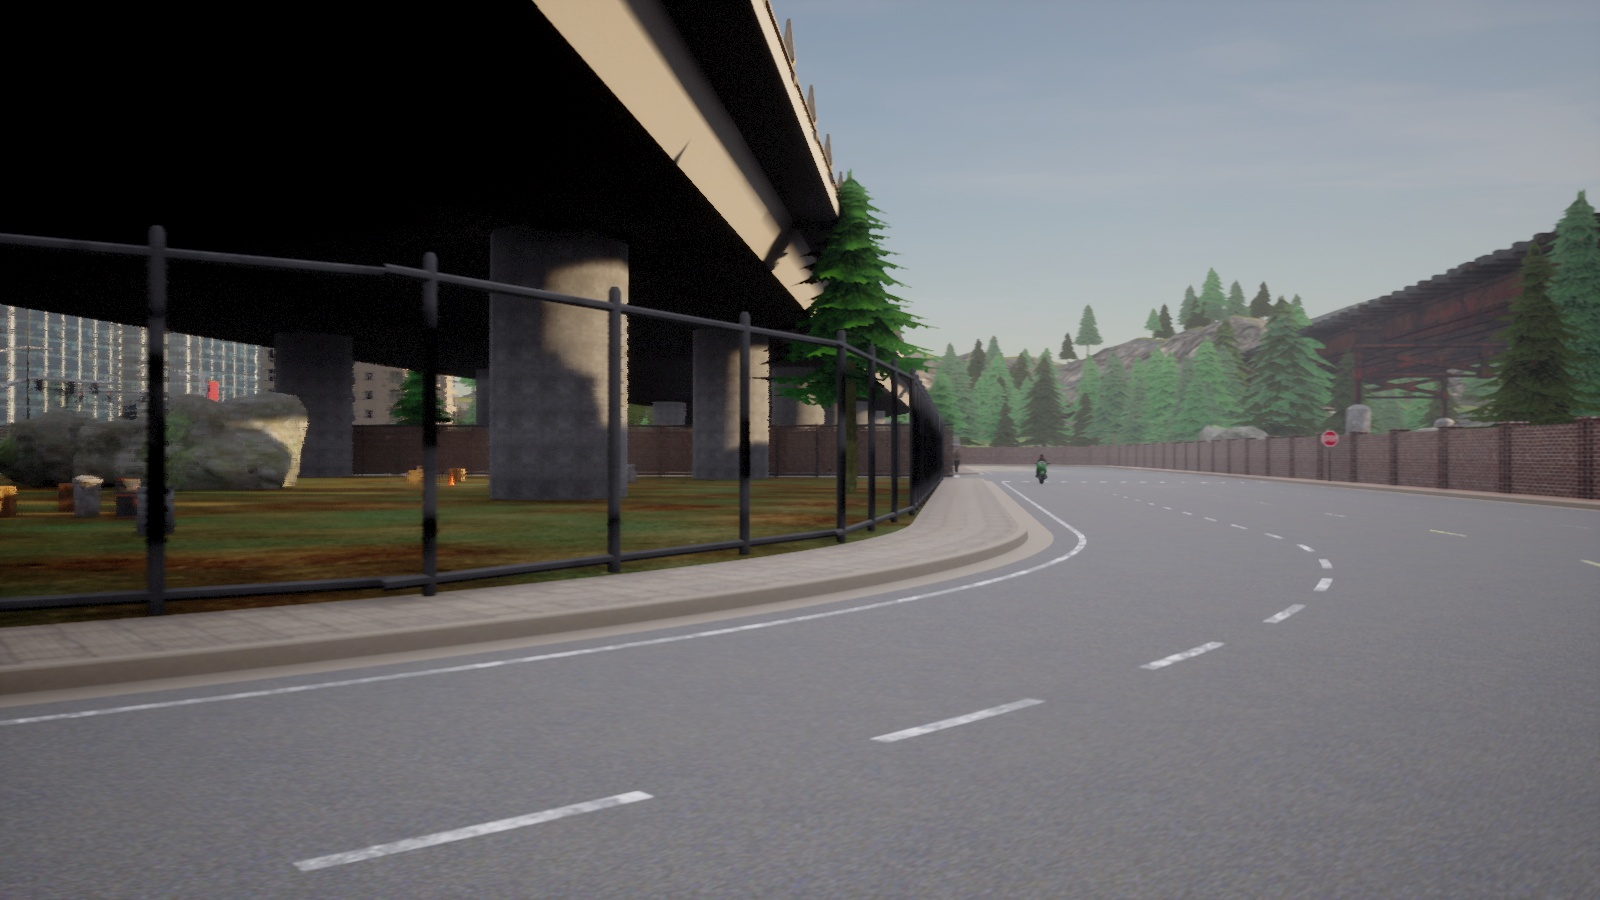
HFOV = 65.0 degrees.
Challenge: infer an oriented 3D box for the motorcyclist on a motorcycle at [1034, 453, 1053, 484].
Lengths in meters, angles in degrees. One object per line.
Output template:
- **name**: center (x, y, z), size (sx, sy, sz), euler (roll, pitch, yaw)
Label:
- **motorcyclist on a motorcycle**: center (12.080, 0.898, 62.372), size (0.797, 1.523, 2.044), euler (0, 0, 8)
